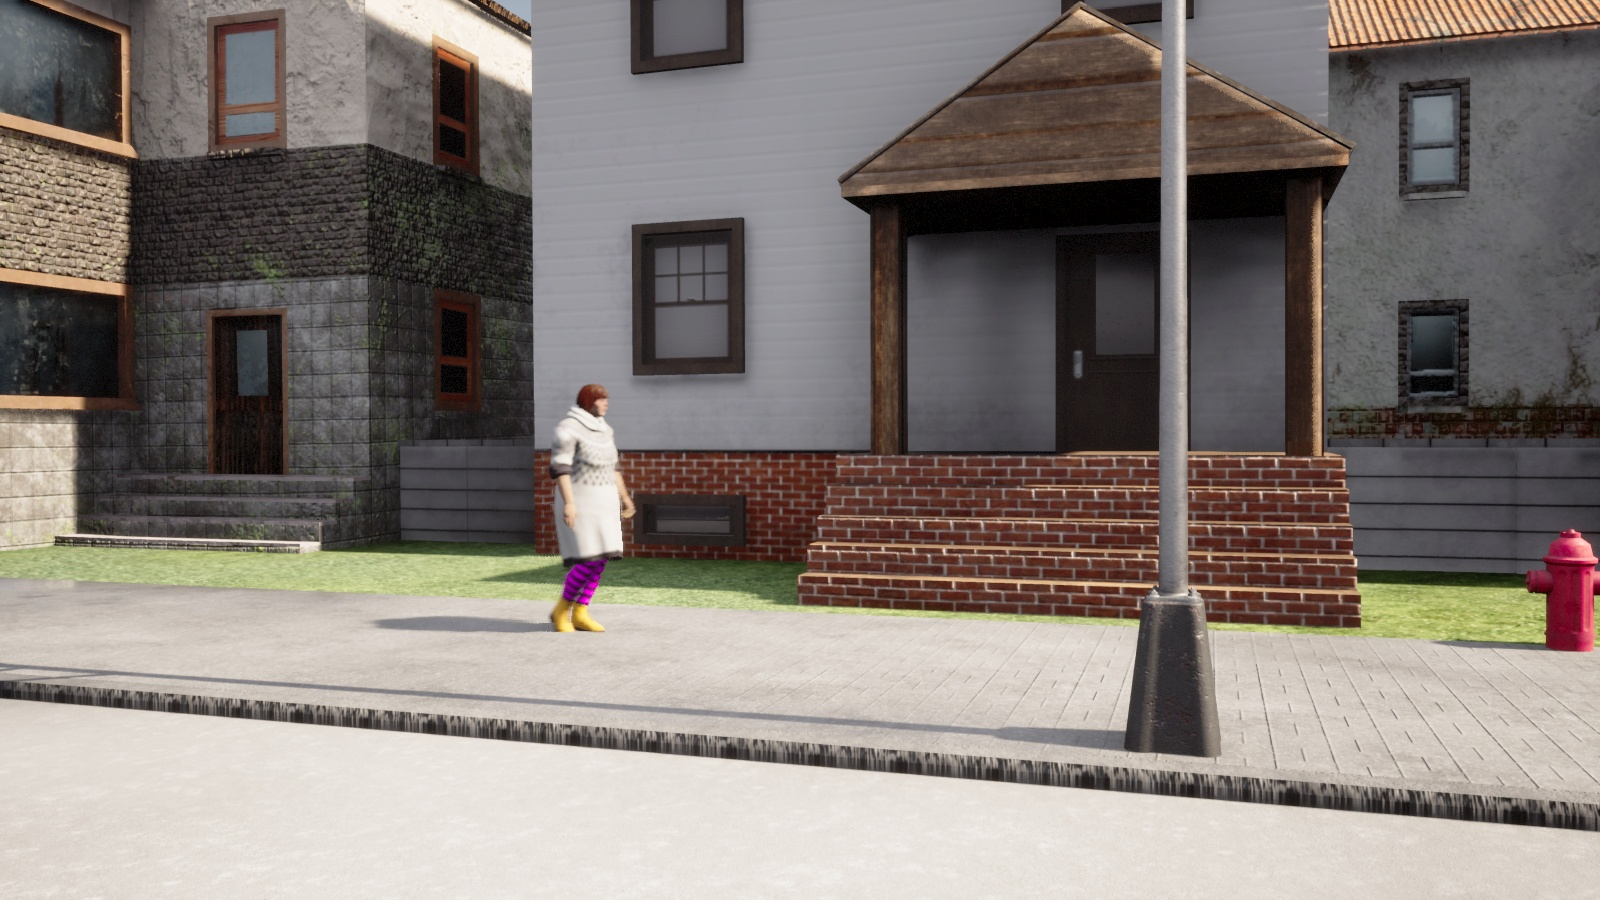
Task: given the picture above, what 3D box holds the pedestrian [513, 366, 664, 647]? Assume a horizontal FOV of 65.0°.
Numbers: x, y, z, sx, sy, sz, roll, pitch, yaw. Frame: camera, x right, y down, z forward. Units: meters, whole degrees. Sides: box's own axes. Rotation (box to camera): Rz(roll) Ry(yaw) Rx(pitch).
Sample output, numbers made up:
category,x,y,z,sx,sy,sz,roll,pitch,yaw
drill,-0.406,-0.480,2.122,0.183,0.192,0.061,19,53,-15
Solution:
category,x,y,z,sx,sy,sz,roll,pitch,yaw
pedestrian,-1.539,0.384,9.175,0.873,1.952,0.659,1,1,24
